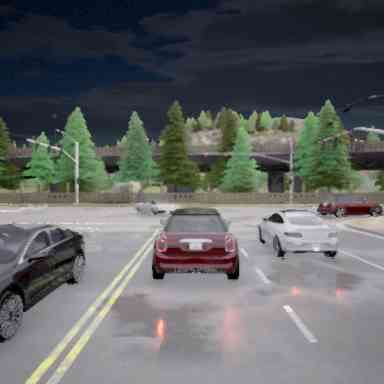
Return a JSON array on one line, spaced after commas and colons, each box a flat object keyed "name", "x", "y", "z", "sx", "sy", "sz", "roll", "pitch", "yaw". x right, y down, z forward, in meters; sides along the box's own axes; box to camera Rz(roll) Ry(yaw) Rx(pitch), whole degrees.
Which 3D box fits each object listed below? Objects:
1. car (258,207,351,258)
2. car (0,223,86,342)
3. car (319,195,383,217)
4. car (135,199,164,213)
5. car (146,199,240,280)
[{"name": "car", "x": 3.630, "y": 1.371, "z": 11.961, "sx": 1.812, "sy": 1.442, "sz": 4.674, "roll": 0, "pitch": 1, "yaw": 0}, {"name": "car", "x": -3.551, "y": 1.408, "z": 6.394, "sx": 2.128, "sy": 1.511, "sz": 4.902, "roll": 0, "pitch": 1, "yaw": 0}, {"name": "car", "x": 11.908, "y": 0.976, "z": 25.026, "sx": 4.553, "sy": 1.767, "sz": 2.097, "roll": 0, "pitch": 1, "yaw": -14}, {"name": "car", "x": -3.098, "y": 1.220, "z": 27.768, "sx": 1.895, "sy": 1.301, "sz": 4.718, "roll": 0, "pitch": 1, "yaw": -32}, {"name": "car", "x": 0.112, "y": 1.226, "z": 9.723, "sx": 2.097, "sy": 1.767, "sz": 4.553, "roll": 0, "pitch": 1, "yaw": 1}]
